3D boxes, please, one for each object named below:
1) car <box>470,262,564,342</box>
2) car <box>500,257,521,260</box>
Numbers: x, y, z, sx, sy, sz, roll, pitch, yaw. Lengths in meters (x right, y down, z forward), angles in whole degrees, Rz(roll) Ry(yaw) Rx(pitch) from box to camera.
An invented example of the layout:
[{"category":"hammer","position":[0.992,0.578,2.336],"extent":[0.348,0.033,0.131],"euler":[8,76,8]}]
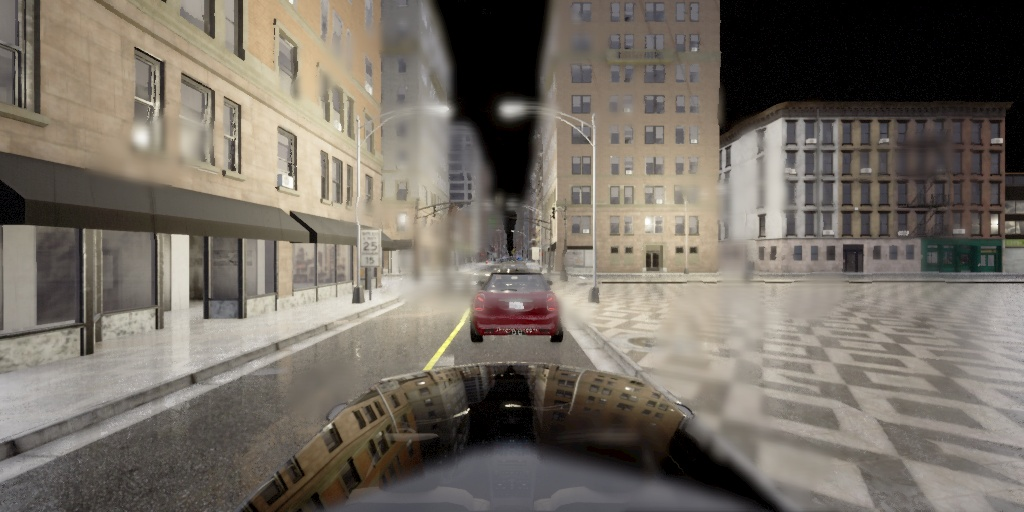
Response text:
[{"category":"car","position":[0.112,1.102,9.885],"extent":[2.097,1.767,4.553],"euler":[0,0,0]},{"category":"car","position":[0.046,1.100,20.174],"extent":[2.097,1.767,4.553],"euler":[0,0,-2]}]
